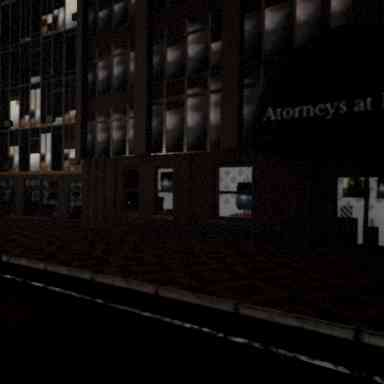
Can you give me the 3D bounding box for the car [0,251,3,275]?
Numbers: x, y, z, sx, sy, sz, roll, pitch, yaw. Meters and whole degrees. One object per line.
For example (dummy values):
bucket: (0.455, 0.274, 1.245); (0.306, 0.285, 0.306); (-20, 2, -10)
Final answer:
car: (-6.482, 1.467, 7.904); (4.902, 1.511, 2.128); (0, 0, 33)
